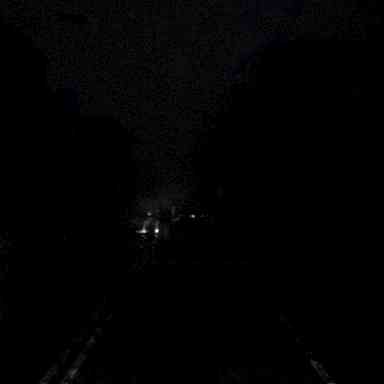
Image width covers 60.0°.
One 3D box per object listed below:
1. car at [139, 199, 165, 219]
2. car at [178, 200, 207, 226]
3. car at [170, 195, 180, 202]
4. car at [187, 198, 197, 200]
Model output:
[{"bbox_3d":[-3.394,1.425,28.767,2.128,1.511,4.902,1,1,-1],"label":"car"},{"bbox_3d":[0.073,1.528,22.981,2.033,1.411,5.357,0,0,0],"label":"car"},{"bbox_3d":[-3.623,1.271,70.557,1.882,1.535,5.008,0,0,-1],"label":"car"},{"bbox_3d":[-0.017,1.472,42.796,2.033,1.411,5.357,0,0,0],"label":"car"}]
